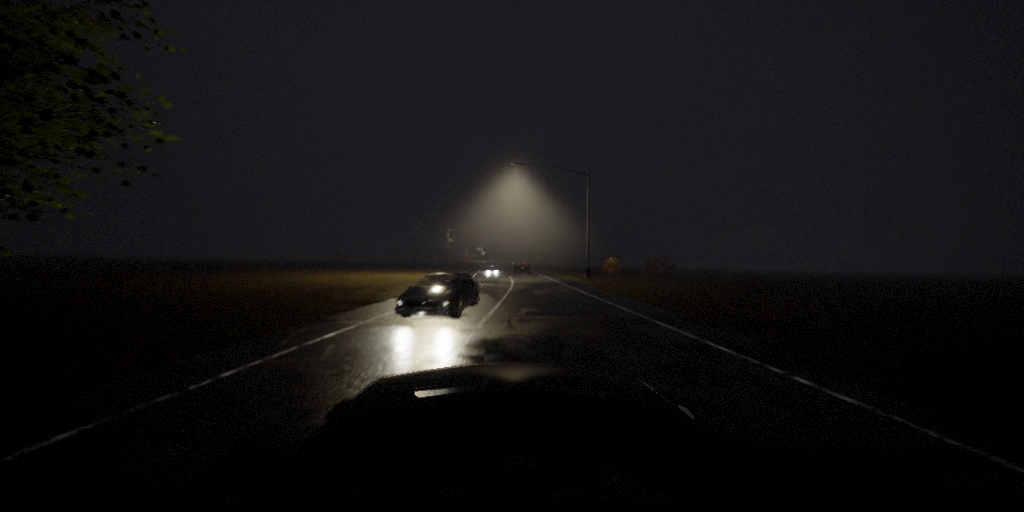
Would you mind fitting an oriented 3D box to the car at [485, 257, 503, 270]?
[{"bbox_3d":[-2.792,1.252,50.779,2.128,1.511,4.902,0,0,-3],"label":"car"}]

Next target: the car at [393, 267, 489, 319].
[{"bbox_3d":[-2.384,1.280,12.983,2.033,1.411,5.357,0,0,5],"label":"car"}]

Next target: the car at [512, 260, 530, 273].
[{"bbox_3d":[1.083,1.250,43.491,1.882,1.535,5.008,0,0,-3],"label":"car"}]
